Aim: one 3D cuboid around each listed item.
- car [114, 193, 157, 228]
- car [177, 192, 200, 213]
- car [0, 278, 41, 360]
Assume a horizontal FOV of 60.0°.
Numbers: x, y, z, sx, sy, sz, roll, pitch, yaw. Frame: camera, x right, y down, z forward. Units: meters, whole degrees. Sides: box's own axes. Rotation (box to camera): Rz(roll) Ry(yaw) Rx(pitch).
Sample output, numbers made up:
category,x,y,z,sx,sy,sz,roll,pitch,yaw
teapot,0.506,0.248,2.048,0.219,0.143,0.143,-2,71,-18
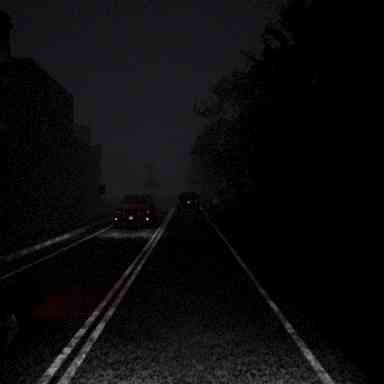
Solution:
category,x,y,z,sx,sy,sz,roll,pitch,yaw
car,-3.571,1.131,22.010,2.150,2.045,5.566,0,0,-1
car,-0.359,0.992,33.445,2.150,2.045,5.566,0,1,-1
car,-3.509,1.600,3.196,1.895,1.301,4.718,0,0,4
